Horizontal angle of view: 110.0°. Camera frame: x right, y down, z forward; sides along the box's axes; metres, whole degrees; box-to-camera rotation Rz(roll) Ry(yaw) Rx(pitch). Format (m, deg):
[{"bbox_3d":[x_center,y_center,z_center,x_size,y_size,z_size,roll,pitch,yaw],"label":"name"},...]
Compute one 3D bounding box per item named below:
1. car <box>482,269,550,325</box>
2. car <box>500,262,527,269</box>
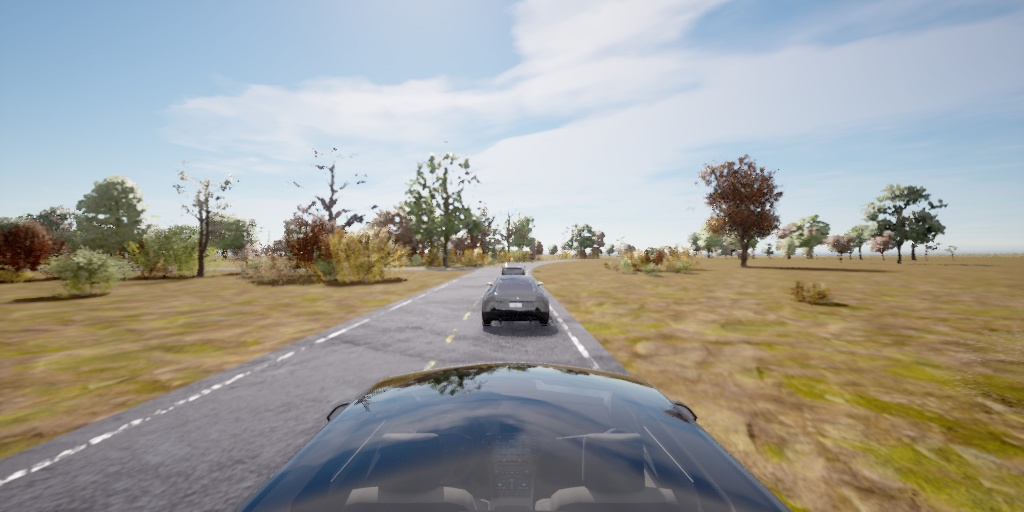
[{"bbox_3d":[0.100,1.310,11.775,1.994,1.385,4.181,0,0,0],"label":"car"},{"bbox_3d":[0.118,1.230,28.695,2.128,1.511,4.902,0,0,0],"label":"car"}]
